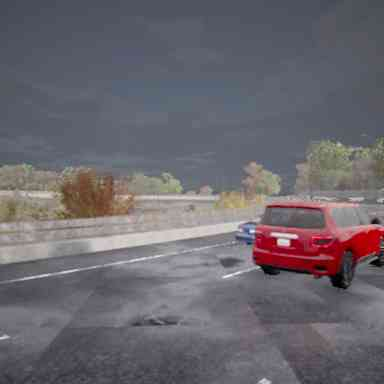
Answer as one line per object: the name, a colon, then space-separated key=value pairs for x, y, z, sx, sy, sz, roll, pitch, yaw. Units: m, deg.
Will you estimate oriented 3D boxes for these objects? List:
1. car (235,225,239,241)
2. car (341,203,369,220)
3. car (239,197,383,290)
car: x=4.017 y=1.617 z=14.995 sx=2.033 sy=1.411 sz=5.357 roll=0 pitch=0 yaw=40
car: x=15.178 y=1.741 z=30.884 sx=1.994 sy=1.385 sz=4.181 roll=0 pitch=0 yaw=31
car: x=3.917 y=1.272 z=9.655 sx=2.150 sy=2.045 sz=5.566 roll=0 pitch=0 yaw=42
